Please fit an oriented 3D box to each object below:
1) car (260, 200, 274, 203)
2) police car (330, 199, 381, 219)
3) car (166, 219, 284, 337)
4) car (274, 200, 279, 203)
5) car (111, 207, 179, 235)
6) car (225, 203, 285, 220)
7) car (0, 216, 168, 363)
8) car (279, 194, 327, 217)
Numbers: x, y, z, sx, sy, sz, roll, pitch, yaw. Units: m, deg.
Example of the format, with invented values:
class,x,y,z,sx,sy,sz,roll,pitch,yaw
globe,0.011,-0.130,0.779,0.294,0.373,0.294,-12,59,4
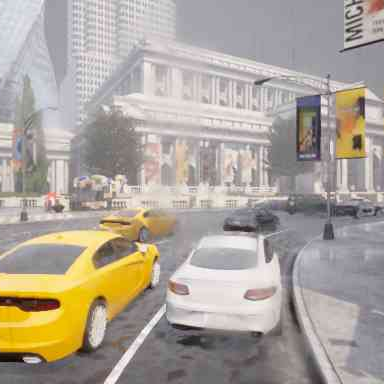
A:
class,x,y,z,sx,sy,sz,roll,pitch,yaw
car,8.931,1.566,38.189,4.181,1.385,1.994,0,0,-31
police car,14.669,1.428,29.263,5.238,1.638,1.930,0,0,-32
car,0.836,1.525,6.696,1.812,1.442,4.674,0,0,13
car,12.002,1.223,35.973,5.566,2.045,2.150,0,0,-29
car,-2.337,1.476,16.085,1.882,1.535,5.008,0,0,25
car,3.475,1.565,18.947,1.994,1.385,4.181,0,0,34
car,-2.013,1.477,6.238,1.882,1.535,5.008,0,0,9
car,11.193,1.223,31.190,5.566,2.045,2.150,0,0,-33
